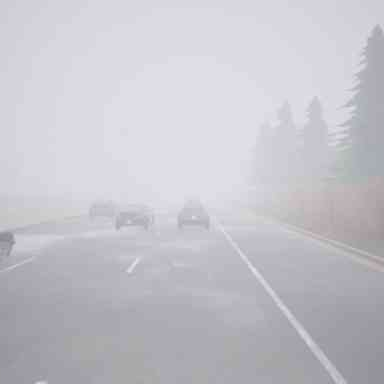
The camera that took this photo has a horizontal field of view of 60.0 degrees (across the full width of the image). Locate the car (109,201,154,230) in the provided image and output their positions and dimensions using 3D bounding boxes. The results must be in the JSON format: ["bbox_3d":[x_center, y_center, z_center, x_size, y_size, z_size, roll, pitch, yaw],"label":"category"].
[{"bbox_3d":[-3.417,1.435,20.285,1.812,1.442,4.674,0,0,0],"label":"car"}]

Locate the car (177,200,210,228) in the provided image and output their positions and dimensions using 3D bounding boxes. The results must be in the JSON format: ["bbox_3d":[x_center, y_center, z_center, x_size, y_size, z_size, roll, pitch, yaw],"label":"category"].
[{"bbox_3d":[0.096,1.467,21.572,1.994,1.385,4.181,0,0,0],"label":"car"}]

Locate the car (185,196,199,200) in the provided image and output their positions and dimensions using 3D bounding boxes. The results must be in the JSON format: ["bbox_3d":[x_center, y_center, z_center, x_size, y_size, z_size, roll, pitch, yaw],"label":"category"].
[{"bbox_3d":[0.090,1.320,41.449,1.837,1.490,4.892,0,0,0],"label":"car"}]

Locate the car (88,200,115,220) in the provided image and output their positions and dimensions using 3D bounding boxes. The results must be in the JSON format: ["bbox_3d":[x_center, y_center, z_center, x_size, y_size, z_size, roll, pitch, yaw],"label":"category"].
[{"bbox_3d":[-6.905,1.370,26.988,2.128,1.511,4.902,0,0,0],"label":"car"}]

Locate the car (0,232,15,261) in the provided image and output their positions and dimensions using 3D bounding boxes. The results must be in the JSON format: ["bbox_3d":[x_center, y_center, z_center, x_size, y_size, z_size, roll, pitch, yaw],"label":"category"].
[{"bbox_3d":[-6.901,1.559,9.125,1.895,1.301,4.718,0,0,0],"label":"car"}]
